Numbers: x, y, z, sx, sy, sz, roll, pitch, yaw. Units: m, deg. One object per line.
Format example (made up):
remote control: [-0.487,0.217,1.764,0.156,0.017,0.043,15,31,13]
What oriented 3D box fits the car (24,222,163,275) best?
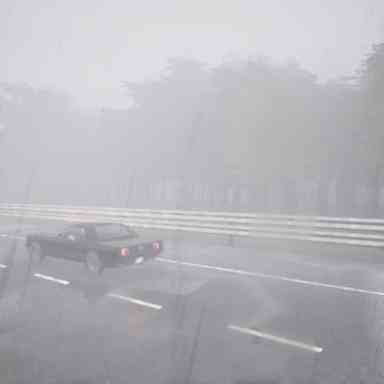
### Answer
car: [-3.261,1.603,10.494,4.718,1.301,1.895,0,0,36]
